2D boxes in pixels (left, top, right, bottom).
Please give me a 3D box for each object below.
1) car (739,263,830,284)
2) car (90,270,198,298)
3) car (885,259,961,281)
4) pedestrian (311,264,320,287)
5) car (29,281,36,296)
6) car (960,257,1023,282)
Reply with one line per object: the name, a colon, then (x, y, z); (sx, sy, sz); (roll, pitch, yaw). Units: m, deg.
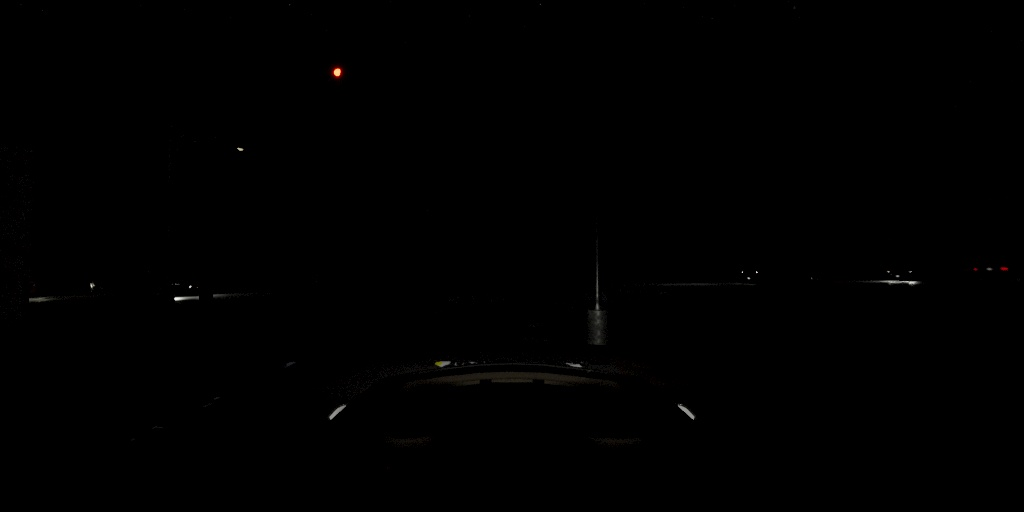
car: (17.658, 1.101, 23.427); (4.718, 1.301, 1.895); (-1, -2, 0)
car: (-20.220, 1.494, 19.832); (4.892, 1.490, 1.837); (-1, -2, 0)
car: (27.804, 0.887, 23.401); (5.357, 1.411, 2.033); (-1, -2, 0)
pedestrian: (-15.054, 1.466, 27.422); (0.375, 1.860, 0.375); (0, -1, 0)
car: (-29.645, 1.582, 19.861); (5.008, 1.535, 1.882); (-1, -2, 0)
car: (28.763, 0.736, 19.710); (5.357, 1.411, 2.033); (-1, -2, 0)
